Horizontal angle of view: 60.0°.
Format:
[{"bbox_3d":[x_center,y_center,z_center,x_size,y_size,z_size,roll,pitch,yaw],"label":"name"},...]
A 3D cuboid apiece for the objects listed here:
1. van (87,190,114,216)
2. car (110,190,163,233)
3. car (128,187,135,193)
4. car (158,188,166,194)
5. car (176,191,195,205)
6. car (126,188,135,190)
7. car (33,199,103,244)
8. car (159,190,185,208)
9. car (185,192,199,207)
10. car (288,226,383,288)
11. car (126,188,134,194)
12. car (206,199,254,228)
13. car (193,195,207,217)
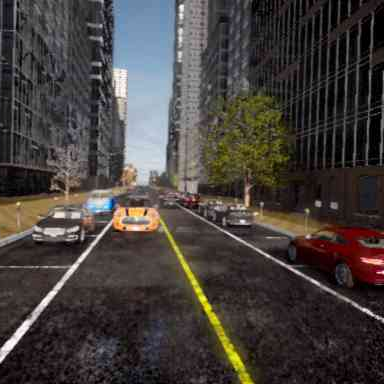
[{"bbox_3d":[-6.668,0.741,24.675,1.690,1.788,3.998,2,1,-9],"label":"van"},{"bbox_3d":[-2.822,0.998,17.105,2.097,1.767,4.553,2,1,-9],"label":"car"},{"bbox_3d":[-16.744,-0.539,92.229,1.887,1.381,4.507,2,1,-9],"label":"car"},{"bbox_3d":[-8.459,-0.269,93.461,1.947,1.339,4.313,2,1,-9],"label":"car"},{"bbox_3d":[-0.904,0.729,42.800,1.967,1.590,4.097,2,1,-9],"label":"car"},{"bbox_3d":[-14.227,-0.157,75.341,1.887,1.381,4.507,2,1,-9],"label":"car"},{"bbox_3d":[-4.996,1.184,13.420,2.008,1.369,4.403,2,1,-9],"label":"car"},{"bbox_3d":[-2.354,0.864,34.904,2.128,1.511,4.902,2,1,-8],"label":"car"},{"bbox_3d":[-0.064,0.849,37.171,1.967,1.590,4.097,2,1,-9],"label":"car"},{"bbox_3d":[4.127,1.577,9.028,1.802,1.307,4.206,2,1,-9],"label":"car"},{"bbox_3d":[-15.067,-0.247,80.972,1.802,1.307,4.206,2,1,-9],"label":"car"},{"bbox_3d":[2.450,1.318,20.286,2.008,1.369,4.403,2,1,-9],"label":"car"},{"bbox_3d":[1.610,1.200,25.915,2.008,1.369,4.403,2,1,-9],"label":"car"}]
